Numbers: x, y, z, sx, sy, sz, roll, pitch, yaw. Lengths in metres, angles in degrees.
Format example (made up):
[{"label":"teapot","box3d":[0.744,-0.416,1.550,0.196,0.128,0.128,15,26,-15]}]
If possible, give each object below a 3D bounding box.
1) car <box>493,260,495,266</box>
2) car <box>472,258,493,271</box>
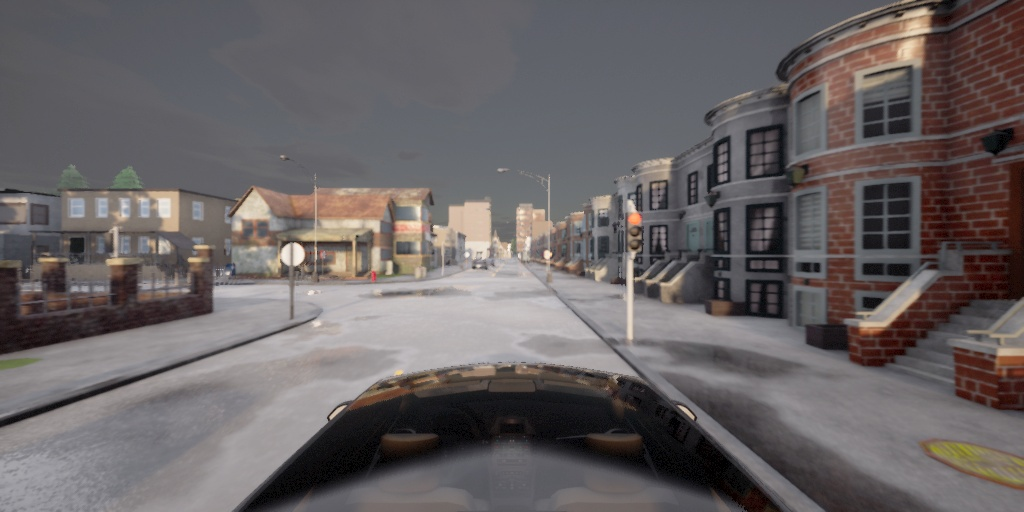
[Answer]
[{"label":"car","box3d":[-3.997,1.049,61.642,1.812,1.442,4.674,0,0,1]},{"label":"car","box3d":[-4.047,1.074,46.133,2.128,1.511,4.902,0,0,0]}]
